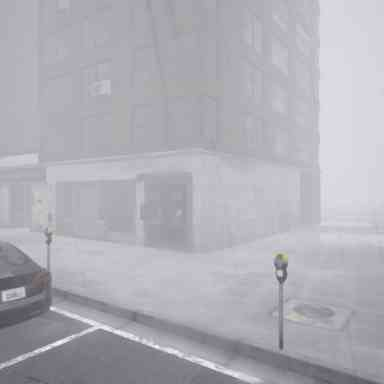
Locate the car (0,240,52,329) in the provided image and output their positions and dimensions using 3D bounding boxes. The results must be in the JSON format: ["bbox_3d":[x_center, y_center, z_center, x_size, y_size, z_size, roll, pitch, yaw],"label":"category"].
[{"bbox_3d":[-4.349,1.565,6.188,4.313,1.339,1.947,0,0,36],"label":"car"}]
